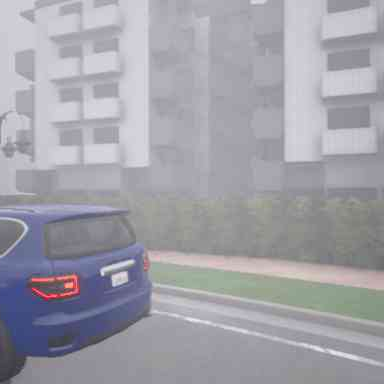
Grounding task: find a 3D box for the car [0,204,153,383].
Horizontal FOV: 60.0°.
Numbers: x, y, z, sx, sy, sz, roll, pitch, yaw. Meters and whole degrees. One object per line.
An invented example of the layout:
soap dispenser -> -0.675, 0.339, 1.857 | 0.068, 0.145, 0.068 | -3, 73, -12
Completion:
car -> -3.285, 1.229, 5.494 | 5.566, 2.045, 2.150 | -1, -1, 28
